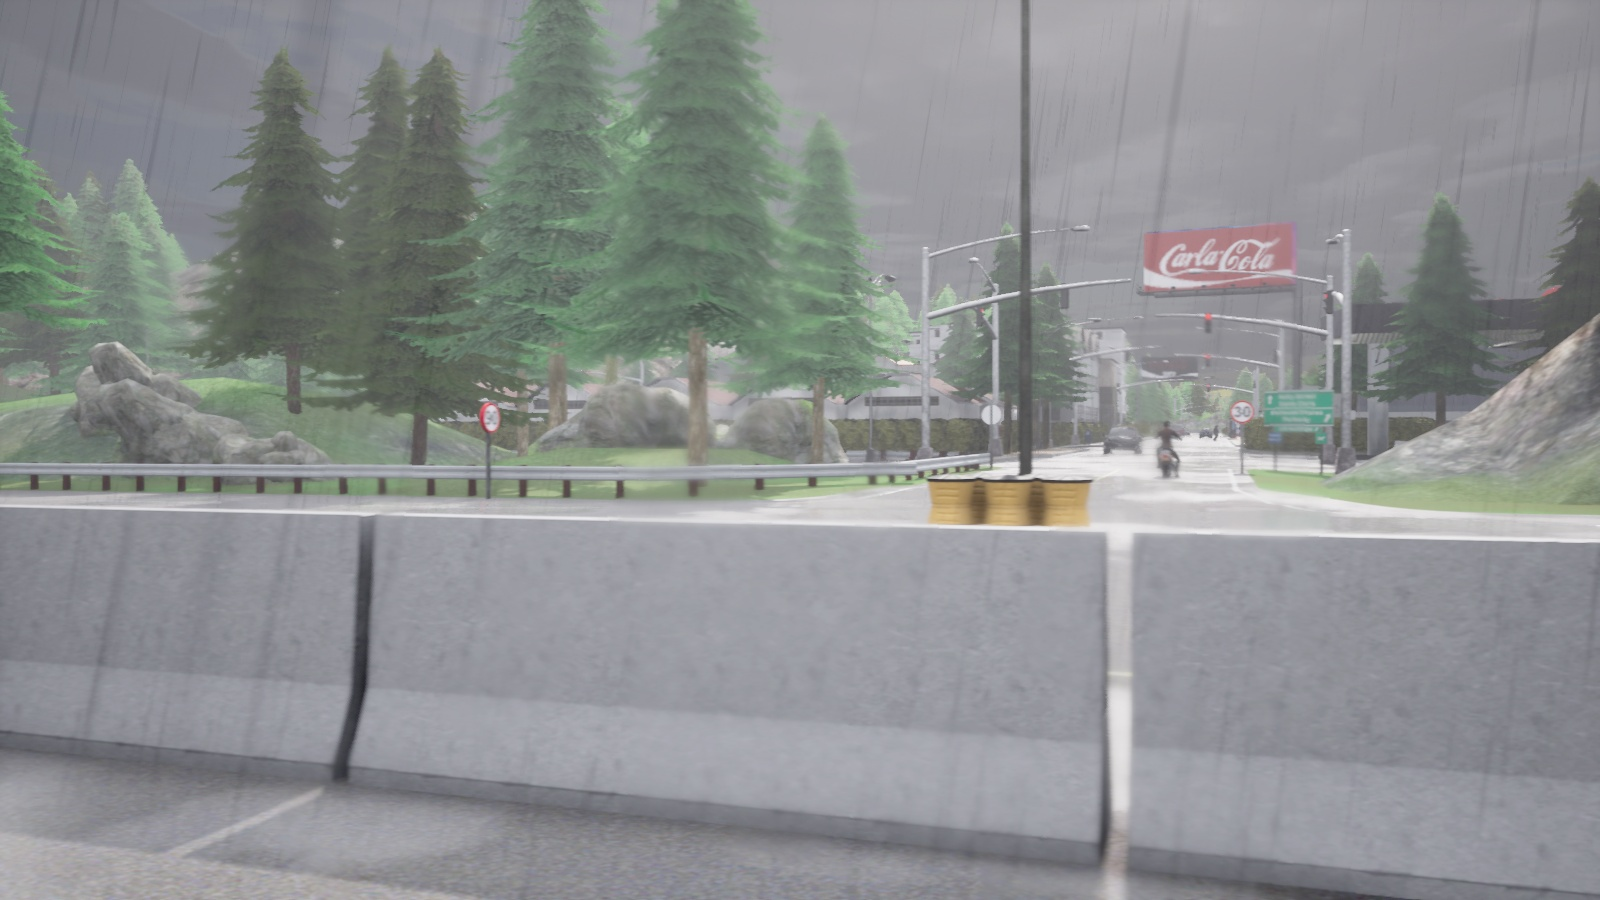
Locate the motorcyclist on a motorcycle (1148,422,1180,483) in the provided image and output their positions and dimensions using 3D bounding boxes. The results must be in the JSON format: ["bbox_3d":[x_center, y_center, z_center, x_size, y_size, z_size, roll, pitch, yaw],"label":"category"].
[{"bbox_3d":[10.300,0.051,35.490,0.766,1.649,2.350,1,1,18],"label":"motorcyclist on a motorcycle"}]

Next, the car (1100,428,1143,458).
[{"bbox_3d":[17.614,-0.383,68.658,1.837,1.490,4.892,2,1,19],"label":"car"}]
